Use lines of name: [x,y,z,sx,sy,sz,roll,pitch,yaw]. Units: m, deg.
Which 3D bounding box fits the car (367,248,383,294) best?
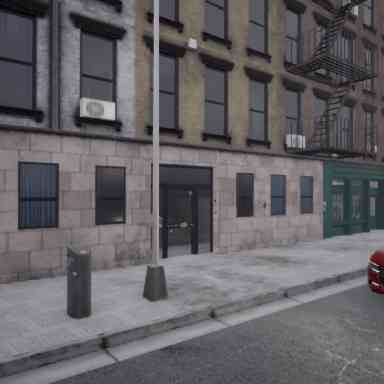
car: [5.976,1.476,7.637,5.008,1.535,1.882,0,0,-35]
